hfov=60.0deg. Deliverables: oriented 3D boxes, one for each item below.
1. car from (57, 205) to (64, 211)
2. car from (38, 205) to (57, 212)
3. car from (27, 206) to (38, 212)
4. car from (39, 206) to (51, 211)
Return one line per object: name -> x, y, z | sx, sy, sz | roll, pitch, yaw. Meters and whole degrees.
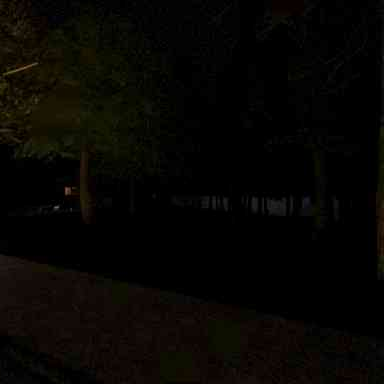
car -> -35.179, 4.239, 87.531 | 2.128, 1.511, 4.902 | 0, -2, -9
car -> -33.465, 3.887, 77.248 | 1.837, 1.490, 4.892 | 0, -2, -9
car -> -36.733, 3.912, 77.090 | 1.837, 1.490, 4.892 | 0, -2, -9
car -> -38.385, 4.275, 86.995 | 1.994, 1.385, 4.181 | 0, -2, -9
